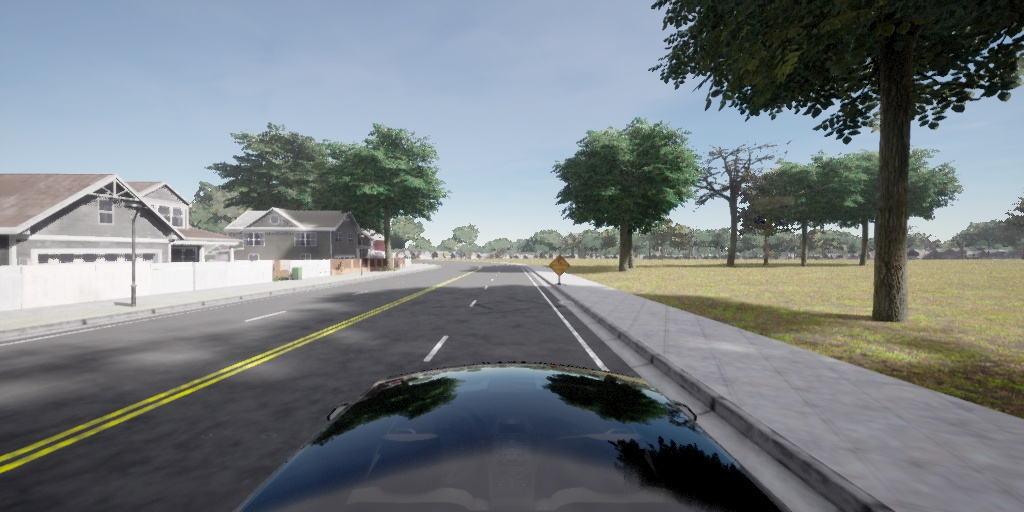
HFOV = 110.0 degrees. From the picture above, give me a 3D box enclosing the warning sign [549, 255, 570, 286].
[{"bbox_3d":[2.850,0.856,21.636,1.300,1.860,1.060,0,0,0],"label":"warning sign"}]
